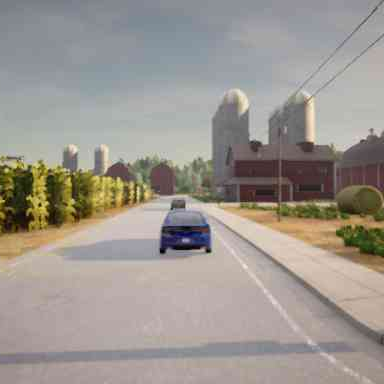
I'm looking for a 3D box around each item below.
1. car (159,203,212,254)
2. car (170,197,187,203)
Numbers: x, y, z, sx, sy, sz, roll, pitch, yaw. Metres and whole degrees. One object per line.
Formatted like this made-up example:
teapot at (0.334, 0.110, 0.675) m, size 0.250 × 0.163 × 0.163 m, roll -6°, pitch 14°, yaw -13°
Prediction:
car at (-0.295, 1.443, 13.462) m, size 1.882 × 1.535 × 5.008 m, roll 0°, pitch 0°, yaw -2°
car at (-1.700, 1.385, 42.167) m, size 2.128 × 1.511 × 4.902 m, roll 0°, pitch 0°, yaw -2°
